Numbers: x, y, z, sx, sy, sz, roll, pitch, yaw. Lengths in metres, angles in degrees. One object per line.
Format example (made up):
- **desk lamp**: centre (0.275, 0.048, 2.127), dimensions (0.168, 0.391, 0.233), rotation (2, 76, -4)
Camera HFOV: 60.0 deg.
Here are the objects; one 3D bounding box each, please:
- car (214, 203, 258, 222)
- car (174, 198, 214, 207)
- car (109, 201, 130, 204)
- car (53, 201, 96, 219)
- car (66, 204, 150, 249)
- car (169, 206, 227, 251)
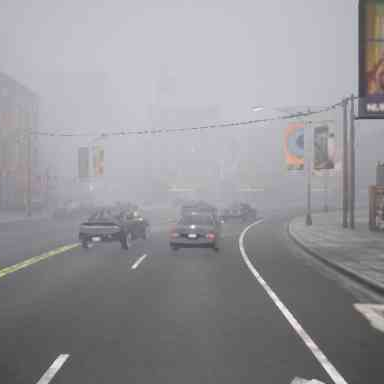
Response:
- **car**: centre (3.900, 1.561, 26.849), dimensions (2.033, 1.411, 5.357), rotation (0, 0, 24)
- **car**: centre (0.714, 1.493, 28.299), dimensions (2.128, 1.511, 4.902), rotation (0, 0, 24)
- **car**: centre (-7.733, 1.591, 34.201), dimensions (1.895, 1.301, 4.718), rotation (0, 0, 30)
- **car**: centre (-9.898, 1.516, 28.895), dimensions (2.002, 1.452, 4.674), rotation (0, 0, 20)
- **car**: centre (-3.169, 1.492, 14.429), dimensions (2.128, 1.511, 4.902), rotation (0, 0, 7)
- **car**: centre (0.307, 1.560, 14.014), dimensions (2.033, 1.411, 5.357), rotation (0, 0, 7)
